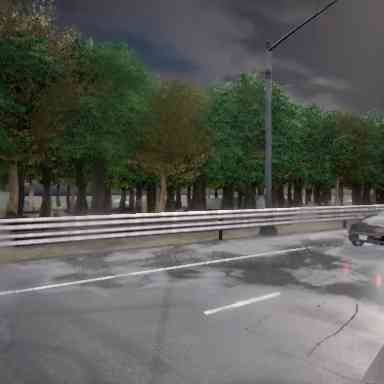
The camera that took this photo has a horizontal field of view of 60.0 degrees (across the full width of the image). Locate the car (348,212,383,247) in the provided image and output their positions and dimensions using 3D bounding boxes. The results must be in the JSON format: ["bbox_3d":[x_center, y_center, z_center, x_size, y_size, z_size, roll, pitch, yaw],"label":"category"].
[{"bbox_3d":[8.372,1.551,13.808,4.674,1.442,1.812,0,0,-33],"label":"car"}]
